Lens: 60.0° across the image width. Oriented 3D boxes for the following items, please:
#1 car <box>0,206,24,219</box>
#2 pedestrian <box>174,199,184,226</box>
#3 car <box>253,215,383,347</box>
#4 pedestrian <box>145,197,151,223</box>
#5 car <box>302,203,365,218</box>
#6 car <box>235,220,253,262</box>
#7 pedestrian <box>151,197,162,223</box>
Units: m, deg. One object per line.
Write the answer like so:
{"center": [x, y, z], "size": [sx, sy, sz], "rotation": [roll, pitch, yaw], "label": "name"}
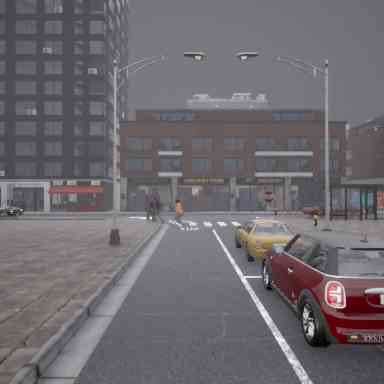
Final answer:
{"center": [-16.728, 1.626, 27.718], "size": [4.718, 1.301, 1.895], "rotation": [0, 0, 0], "label": "car"}
{"center": [-0.830, 1.303, 21.634], "size": [0.375, 1.860, 0.375], "rotation": [0, 0, 0], "label": "pedestrian"}
{"center": [2.609, 1.442, 6.328], "size": [1.967, 1.590, 4.097], "rotation": [0, 0, 0], "label": "car"}
{"center": [-2.848, 1.150, 22.836], "size": [0.375, 1.860, 0.375], "rotation": [0, 0, 0], "label": "pedestrian"}
{"center": [11.869, 1.574, 27.965], "size": [4.718, 1.301, 1.895], "rotation": [0, 0, -1], "label": "car"}
{"center": [2.576, 1.530, 11.935], "size": [1.752, 1.417, 4.829], "rotation": [0, 0, 0], "label": "car"}
{"center": [-2.365, 1.151, 22.295], "size": [0.375, 1.860, 0.375], "rotation": [0, 0, 0], "label": "pedestrian"}
